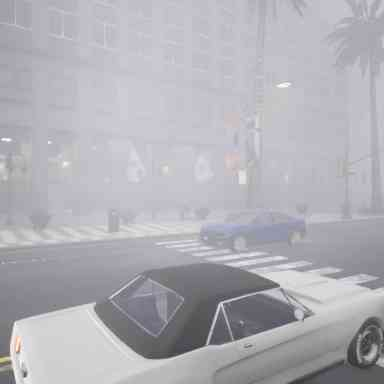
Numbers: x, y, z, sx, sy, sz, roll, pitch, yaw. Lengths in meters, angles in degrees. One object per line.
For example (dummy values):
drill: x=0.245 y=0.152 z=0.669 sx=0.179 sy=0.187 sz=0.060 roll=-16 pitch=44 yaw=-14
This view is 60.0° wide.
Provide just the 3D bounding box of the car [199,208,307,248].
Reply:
car: x=2.624 y=1.477 z=13.919 sx=5.008 sy=1.535 sz=1.882 roll=0 pitch=0 yaw=-33

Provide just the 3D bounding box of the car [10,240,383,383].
car: x=0.481 y=1.601 z=4.134 sx=4.718 sy=1.301 sz=1.895 roll=0 pitch=0 yaw=-33
